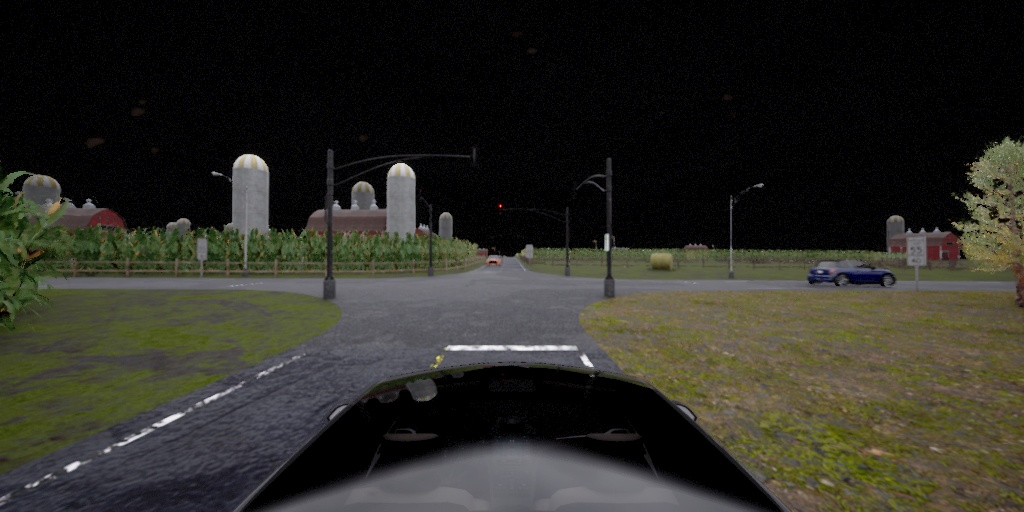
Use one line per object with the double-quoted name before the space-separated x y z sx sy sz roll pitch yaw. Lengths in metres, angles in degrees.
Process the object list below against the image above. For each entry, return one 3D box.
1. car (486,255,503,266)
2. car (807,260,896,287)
"car" -2.737 0.615 53.773 2.097 1.767 4.553 0 1 0
"car" 21.835 1.059 23.129 4.553 1.767 2.097 0 -1 -4
